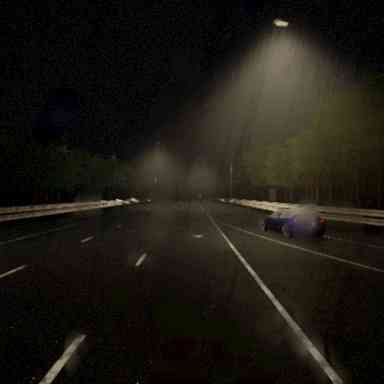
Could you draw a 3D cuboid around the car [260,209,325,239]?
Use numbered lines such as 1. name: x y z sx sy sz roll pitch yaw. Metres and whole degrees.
1. car: 5.491 1.665 18.644 2.163 1.488 4.792 0 0 -11
